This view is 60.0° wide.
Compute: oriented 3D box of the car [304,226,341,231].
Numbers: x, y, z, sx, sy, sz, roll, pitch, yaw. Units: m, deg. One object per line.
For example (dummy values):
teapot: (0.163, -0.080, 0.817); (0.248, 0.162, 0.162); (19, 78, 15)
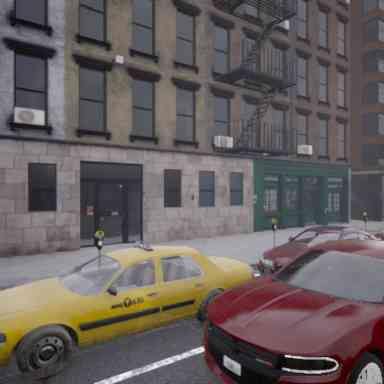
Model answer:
car: (3.588, 1.583, 8.768); (4.206, 1.307, 1.802); (0, 0, -36)

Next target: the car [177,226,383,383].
car: (2.435, 1.478, 4.819); (5.008, 1.535, 1.882); (0, 0, -36)

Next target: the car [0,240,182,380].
car: (-1.036, 1.525, 5.455); (4.829, 1.417, 1.752); (0, 0, -36)
